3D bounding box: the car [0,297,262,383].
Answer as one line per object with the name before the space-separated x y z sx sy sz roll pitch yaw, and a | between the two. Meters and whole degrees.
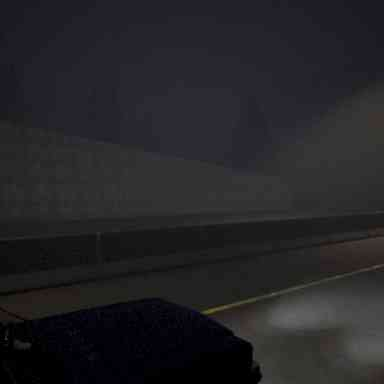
car | -1.680 1.601 2.548 4.718 1.301 1.895 0 0 -36
